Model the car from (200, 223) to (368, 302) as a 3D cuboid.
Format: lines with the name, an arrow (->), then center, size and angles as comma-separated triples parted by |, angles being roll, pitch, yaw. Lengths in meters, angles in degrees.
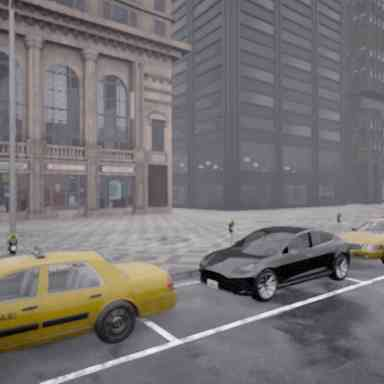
car -> 2.204, 1.548, 8.227 | 4.313, 1.339, 1.947 | 0, 0, -36

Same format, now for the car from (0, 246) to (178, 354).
car -> -2.524, 1.524, 4.850 | 4.829, 1.417, 1.752 | 0, 0, -36

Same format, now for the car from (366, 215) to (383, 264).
car -> 6.656, 1.492, 11.407 | 4.829, 1.417, 1.752 | 0, 0, -36
